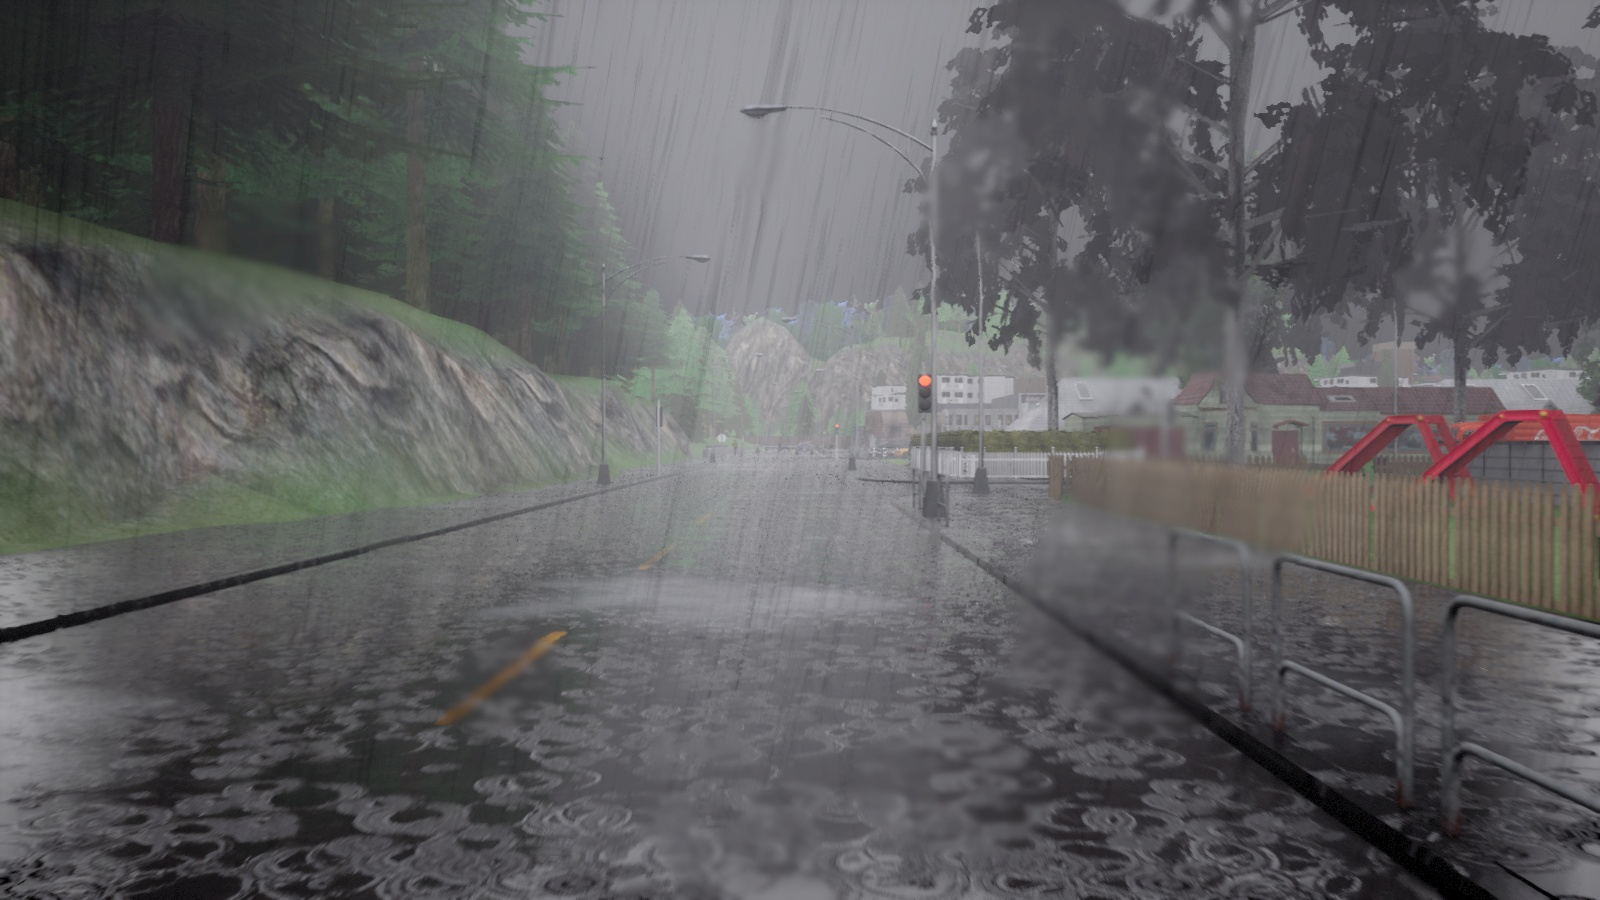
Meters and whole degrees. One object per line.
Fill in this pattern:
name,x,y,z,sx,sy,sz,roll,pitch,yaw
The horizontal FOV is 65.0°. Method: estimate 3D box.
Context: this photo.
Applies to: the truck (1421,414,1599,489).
truck,24.451,0.038,42.872,5.204,2.467,2.627,0,0,0
